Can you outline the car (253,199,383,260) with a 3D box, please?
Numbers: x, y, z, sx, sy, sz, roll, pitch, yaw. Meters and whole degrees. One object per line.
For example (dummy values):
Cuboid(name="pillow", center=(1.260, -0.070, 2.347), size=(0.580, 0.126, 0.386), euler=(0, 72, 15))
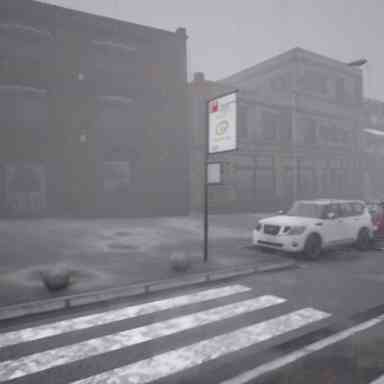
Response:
Cuboid(name="car", center=(4.938, 1.307, 13.109), size=(5.566, 2.045, 2.435), euler=(0, 0, -35))
